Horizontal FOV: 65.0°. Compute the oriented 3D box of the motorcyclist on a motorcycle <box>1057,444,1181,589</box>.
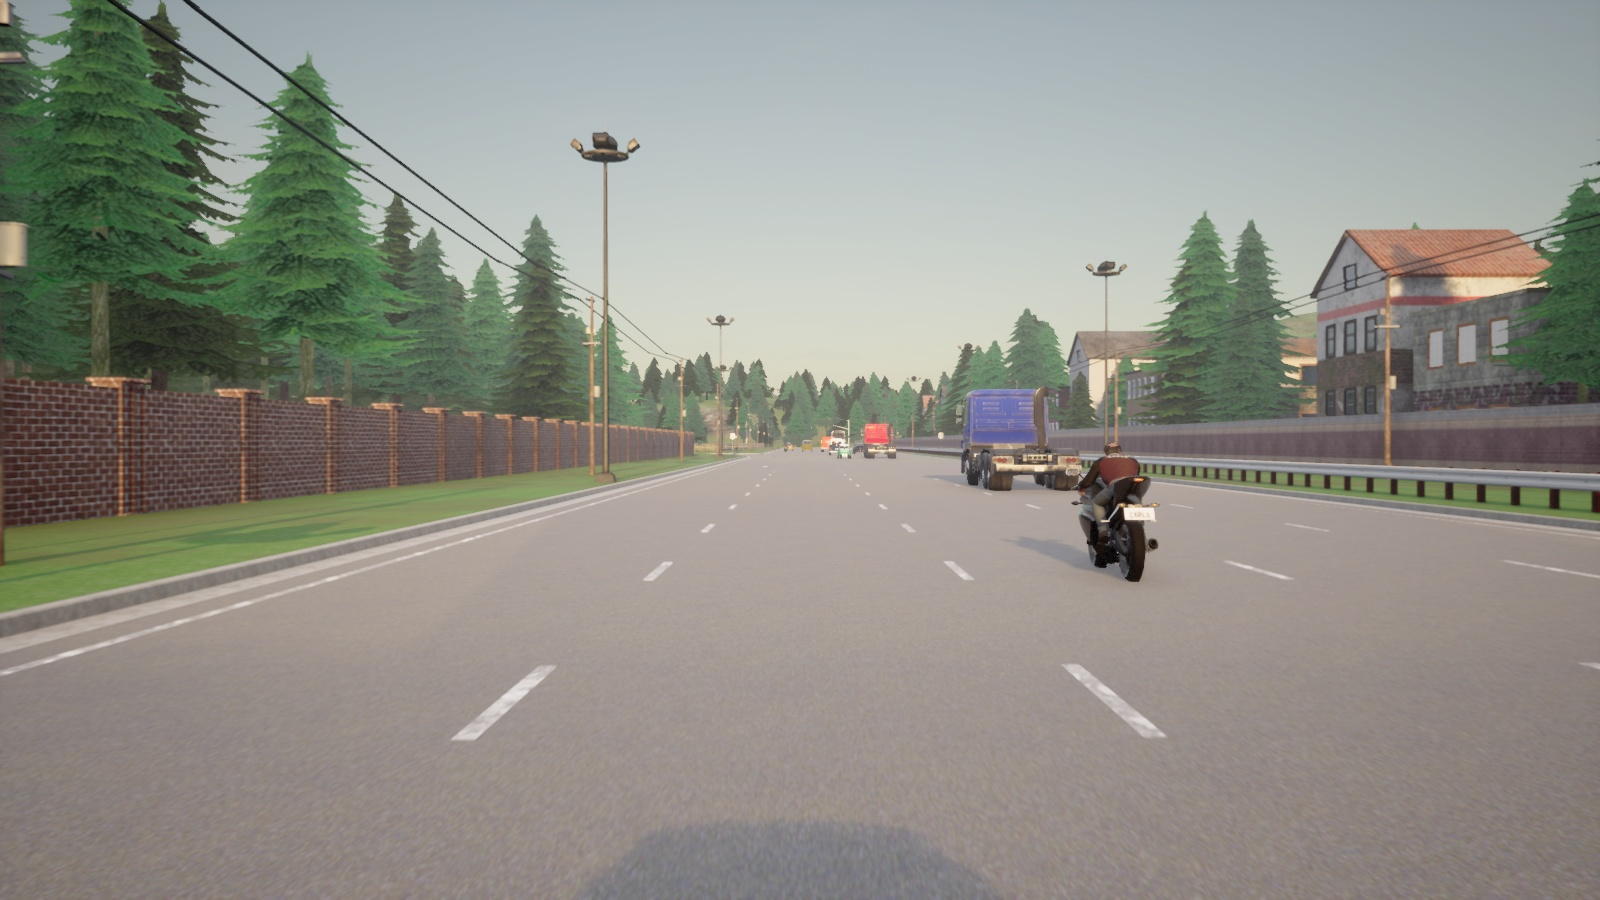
[{"bbox_3d":[3.598,0.703,14.383,0.866,1.530,2.191,0,0,0],"label":"motorcyclist on a motorcycle"}]

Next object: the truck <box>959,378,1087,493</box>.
[{"bbox_3d":[7.255,-0.466,41.935,2.891,3.462,7.936,0,0,0],"label":"truck"}]
